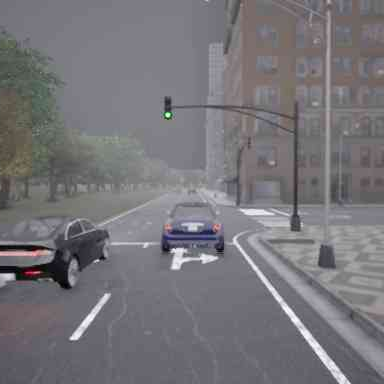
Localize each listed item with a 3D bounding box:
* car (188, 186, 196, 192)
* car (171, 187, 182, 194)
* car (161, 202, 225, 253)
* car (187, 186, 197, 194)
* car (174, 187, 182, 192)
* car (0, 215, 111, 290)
[{"bbox_3d":[0.005,-0.716,83.171,1.812,1.442,4.674,0,2,0],"label":"car"},{"bbox_3d":[-3.496,-0.216,72.763,2.033,1.411,5.357,0,2,0],"label":"car"},{"bbox_3d":[0.049,1.142,12.766,2.097,1.767,4.553,0,1,1],"label":"car"},{"bbox_3d":[0.005,-0.256,72.761,1.837,1.490,4.892,0,2,0],"label":"car"},{"bbox_3d":[-3.495,-0.646,83.205,1.895,1.301,4.718,0,2,0],"label":"car"},{"bbox_3d":[-3.499,1.356,8.720,2.128,1.511,4.902,0,1,0],"label":"car"}]
